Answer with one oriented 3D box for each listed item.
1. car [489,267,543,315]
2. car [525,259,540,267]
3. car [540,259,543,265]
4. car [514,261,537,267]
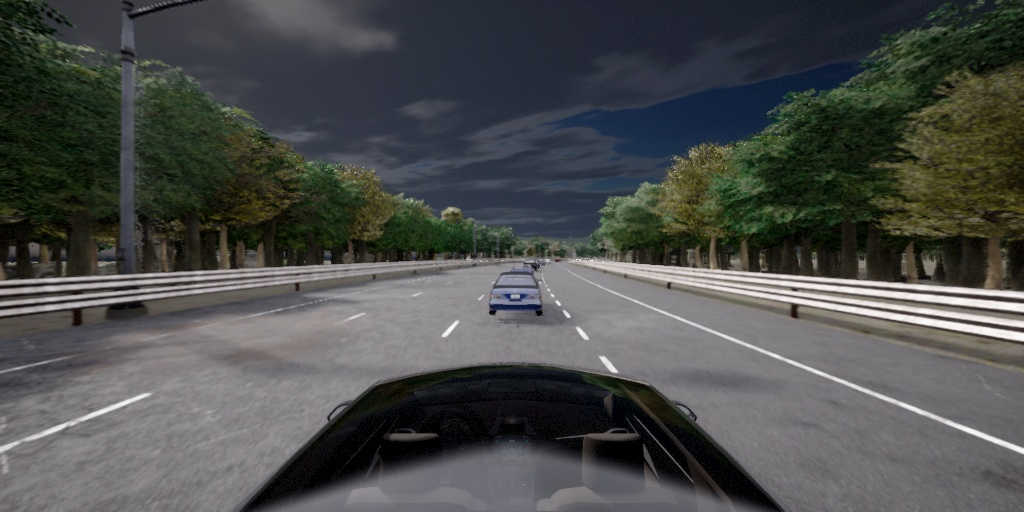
[{"bbox_3d":[0.172,1.299,13.609,2.033,1.411,5.357,0,0,2],"label":"car"},{"bbox_3d":[2.582,1.246,50.078,1.882,1.535,5.008,0,0,6],"label":"car"},{"bbox_3d":[3.697,1.309,59.713,1.812,1.442,4.674,0,0,7],"label":"car"},{"bbox_3d":[0.933,1.359,30.613,1.895,1.301,4.718,0,0,4],"label":"car"}]
